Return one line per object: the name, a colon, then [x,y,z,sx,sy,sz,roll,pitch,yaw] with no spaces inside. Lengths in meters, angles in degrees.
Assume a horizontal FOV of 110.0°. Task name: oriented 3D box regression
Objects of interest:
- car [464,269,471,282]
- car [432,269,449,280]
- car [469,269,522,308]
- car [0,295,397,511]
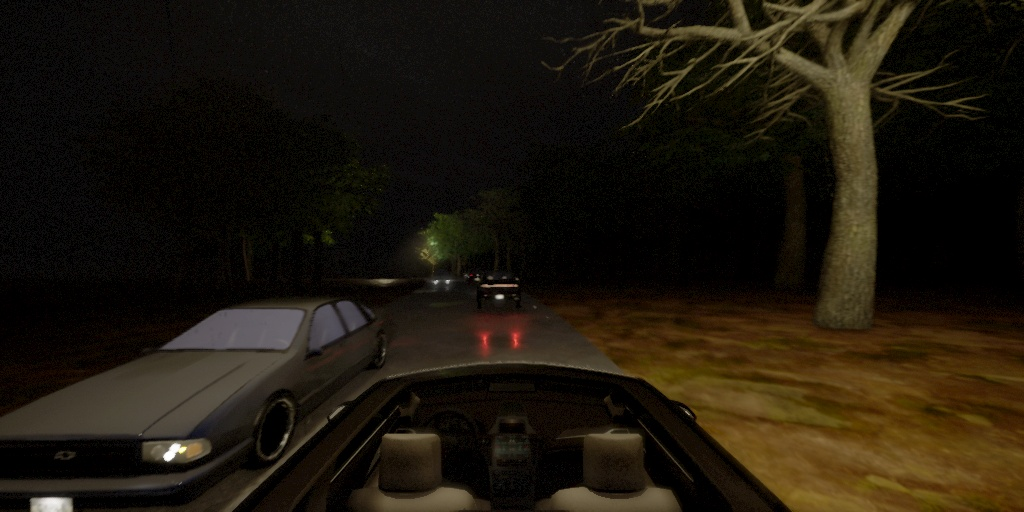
car: [-4.019,2.068,38.623,2.033,1.411,5.357,0,-2,-13]
car: [-9.380,2.444,47.498,1.812,1.442,4.674,1,-2,-16]
car: [-0.652,1.400,16.172,2.128,1.511,4.902,0,-1,-4]
car: [-3.211,1.317,5.107,2.033,1.411,5.357,0,0,-2]
